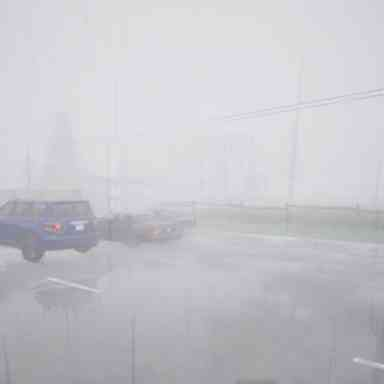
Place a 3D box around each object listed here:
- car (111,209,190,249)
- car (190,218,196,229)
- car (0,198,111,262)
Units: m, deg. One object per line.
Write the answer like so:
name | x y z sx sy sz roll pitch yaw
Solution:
car | -2.940 1.553 14.589 5.357 1.411 2.033 0 0 36
car | -2.176 1.607 18.363 4.718 1.301 1.895 0 0 36
car | -5.806 1.229 12.347 5.566 2.045 2.150 0 0 36
